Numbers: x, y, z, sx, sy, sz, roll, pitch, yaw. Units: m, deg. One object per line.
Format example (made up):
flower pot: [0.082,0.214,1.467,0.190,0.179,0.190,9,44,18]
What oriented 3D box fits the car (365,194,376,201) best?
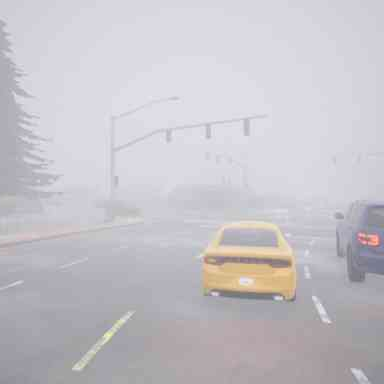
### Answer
car: [42.877,1.318,79.726,2.097,1.767,4.553,0,0,32]

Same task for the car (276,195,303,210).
car: [12.627,1.473,43.956,2.128,1.511,4.902,0,0,32]

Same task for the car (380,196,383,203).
car: [38.810,1.509,66.394,2.033,1.411,5.357,0,0,32]

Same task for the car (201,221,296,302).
car: [1.498,1.474,8.448,1.882,1.535,5.008,0,0,12]

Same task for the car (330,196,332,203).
car: [29.066,1.492,70.591,1.812,1.442,4.674,0,0,32]

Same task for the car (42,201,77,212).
car: [-15.074,1.565,37.643,4.674,1.442,1.812,0,0,32]

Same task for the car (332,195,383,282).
car: [5.462,1.217,9.477,2.150,2.045,5.566,0,0,19]

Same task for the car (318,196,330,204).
car: [23.809,1.535,62.073,1.994,1.385,4.181,0,0,32]

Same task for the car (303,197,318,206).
car: [18.385,1.501,53.322,1.812,1.442,4.674,0,0,31]

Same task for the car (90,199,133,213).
car: [-9.289,1.544,38.163,4.892,1.490,1.837,0,0,32]

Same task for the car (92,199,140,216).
car: [-7.227,1.546,32.745,4.892,1.490,1.837,0,0,34]

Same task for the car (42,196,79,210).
car: [-17.011,1.389,42.978,4.553,1.767,2.097,0,0,32]
